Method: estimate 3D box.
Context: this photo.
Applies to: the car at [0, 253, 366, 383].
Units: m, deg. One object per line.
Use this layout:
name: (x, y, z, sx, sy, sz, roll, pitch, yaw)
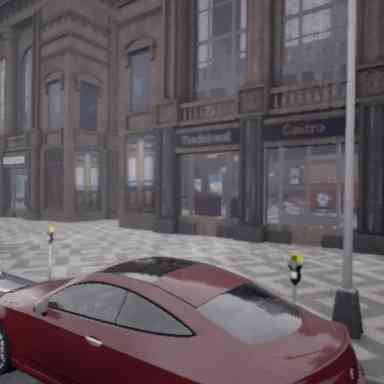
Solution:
car: (-0.611, 1.514, 3.875, 4.674, 1.442, 1.812, 0, 0, 36)
